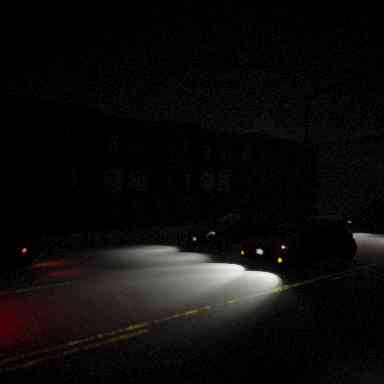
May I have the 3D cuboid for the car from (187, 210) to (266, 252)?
[{"bbox_3d":[1.987,1.519,14.071,4.674,1.442,1.812,0,0,-36],"label":"car"}]

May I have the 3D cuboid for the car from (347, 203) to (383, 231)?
[{"bbox_3d":[11.086,1.491,20.641,4.892,1.490,1.837,0,0,-36],"label":"car"}]

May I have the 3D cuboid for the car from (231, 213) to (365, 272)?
[{"bbox_3d":[3.569,1.557,10.918,4.181,1.385,1.994,0,0,-37],"label":"car"}]

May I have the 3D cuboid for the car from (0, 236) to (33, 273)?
[{"bbox_3d":[-6.738,1.549,7.789,5.357,1.411,2.033,0,0,-35],"label":"car"}]
